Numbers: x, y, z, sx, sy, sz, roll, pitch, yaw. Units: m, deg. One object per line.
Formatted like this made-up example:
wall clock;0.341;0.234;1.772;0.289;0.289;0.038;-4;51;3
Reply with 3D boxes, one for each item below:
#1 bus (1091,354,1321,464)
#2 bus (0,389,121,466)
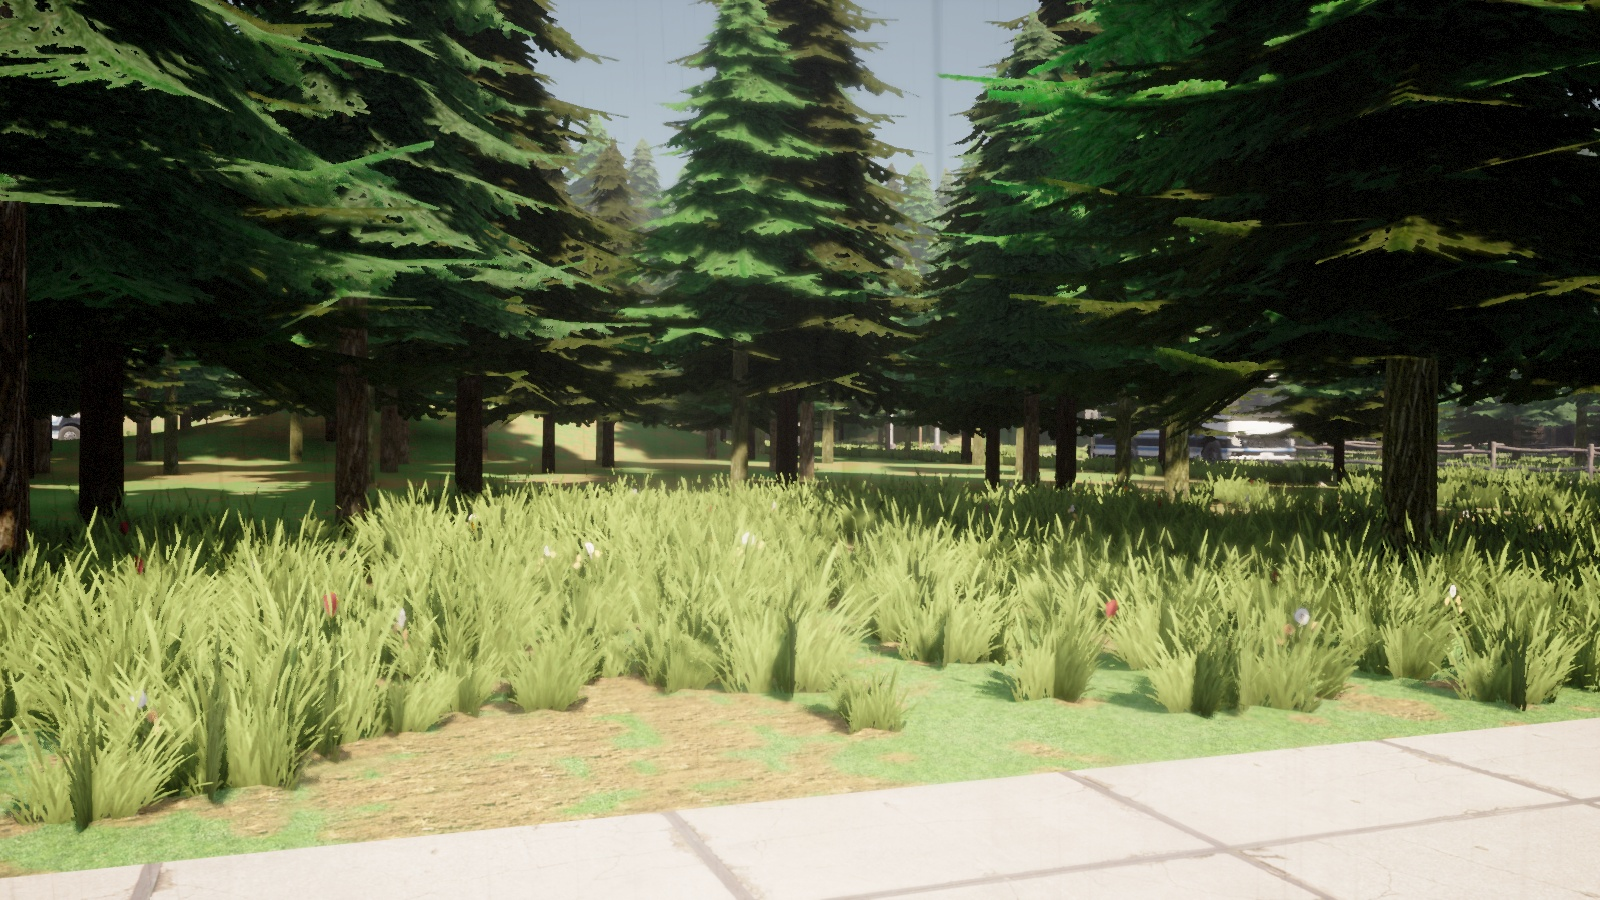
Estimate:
bus;16.959;-1.661;53.645;3.944;4.253;10.273;-1;1;-19
bus;-44.786;-1.279;71.152;3.944;4.253;10.273;0;1;40
